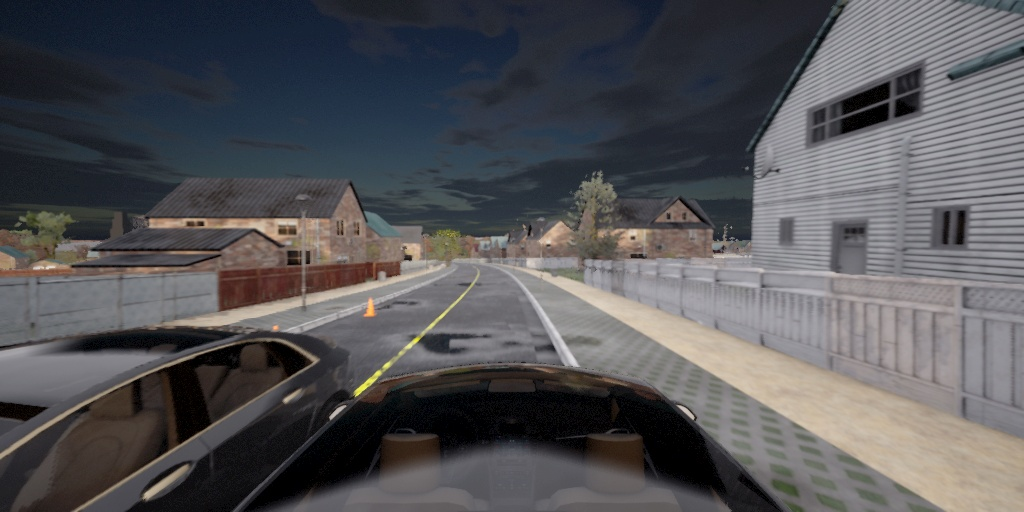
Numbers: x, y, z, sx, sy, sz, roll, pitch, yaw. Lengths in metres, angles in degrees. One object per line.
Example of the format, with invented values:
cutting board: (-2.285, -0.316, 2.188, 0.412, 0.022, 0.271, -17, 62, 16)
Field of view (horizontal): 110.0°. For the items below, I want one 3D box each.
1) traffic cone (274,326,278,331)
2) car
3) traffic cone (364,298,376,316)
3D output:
traffic cone: (-4.737, 1.705, 7.190, 0.340, 0.580, 0.340, 0, 0, 0)
car: (-2.464, 1.255, 1.711, 1.837, 1.490, 4.892, 0, 0, 0)
traffic cone: (-4.799, 1.706, 12.169, 0.340, 0.580, 0.340, 0, 0, -1)
